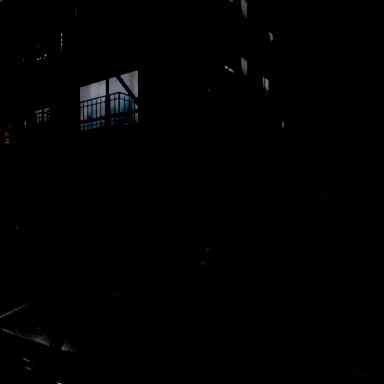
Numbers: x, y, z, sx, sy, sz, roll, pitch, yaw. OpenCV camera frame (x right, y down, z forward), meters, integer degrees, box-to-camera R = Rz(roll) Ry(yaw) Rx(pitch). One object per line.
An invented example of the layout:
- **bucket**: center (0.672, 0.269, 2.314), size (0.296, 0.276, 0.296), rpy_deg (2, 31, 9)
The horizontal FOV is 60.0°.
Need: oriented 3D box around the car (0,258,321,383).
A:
- **car**: center (-0.892, 1.566, 3.510), size (4.313, 1.339, 1.947), rpy_deg (0, 0, 35)
